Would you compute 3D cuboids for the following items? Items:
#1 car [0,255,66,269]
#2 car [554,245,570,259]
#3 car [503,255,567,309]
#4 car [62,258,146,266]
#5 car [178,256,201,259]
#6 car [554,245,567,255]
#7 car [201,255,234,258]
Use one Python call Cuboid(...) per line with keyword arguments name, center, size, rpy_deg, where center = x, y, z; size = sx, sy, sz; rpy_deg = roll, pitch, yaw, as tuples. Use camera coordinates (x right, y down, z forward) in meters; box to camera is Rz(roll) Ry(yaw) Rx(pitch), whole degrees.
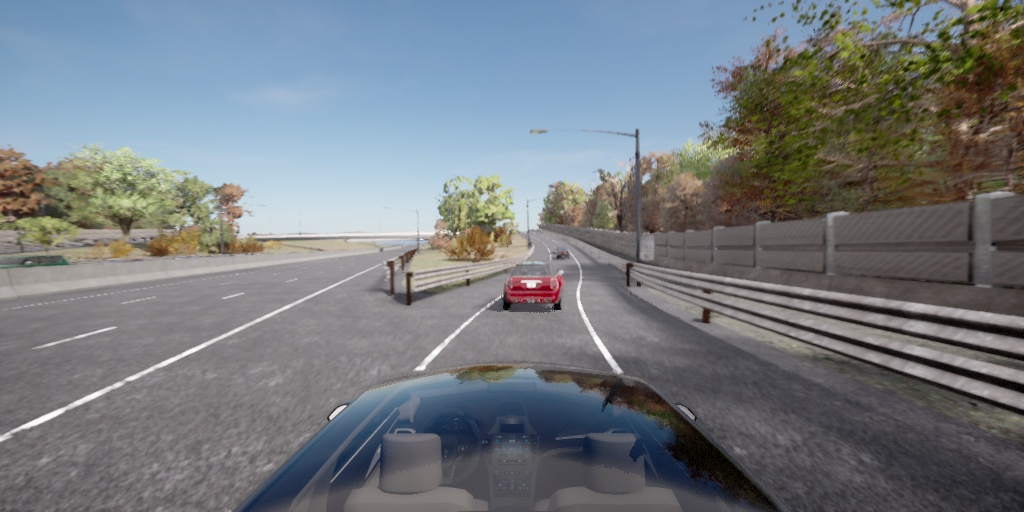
Cuboid(name="car", center=(-34.620, 0.958, 25.287), size=(2.150, 2.045, 5.566), rpy_deg=(-2, 2, -14))
Cuboid(name="car", center=(7.315, -0.363, 51.906), size=(1.837, 1.490, 4.892), rpy_deg=(-1, 4, 6))
Cuboid(name="car", center=(1.002, 0.992, 14.465), size=(2.097, 1.767, 4.553), rpy_deg=(-1, 1, 9))
Cuboid(name="car", center=(-31.854, 1.102, 28.659), size=(2.033, 1.411, 5.357), rpy_deg=(-2, 2, -14))
Cuboid(name="car", center=(-39.273, 0.750, 43.588), size=(2.128, 1.511, 4.902), rpy_deg=(-2, 2, -14))
Cuboid(name="car", center=(8.336, -1.138, 61.941), size=(1.994, 1.385, 4.181), rpy_deg=(-1, 5, 4))
Cuboid(name="car", center=(-35.992, 0.640, 44.851), size=(1.837, 1.490, 4.892), rpy_deg=(-2, 2, -14))
